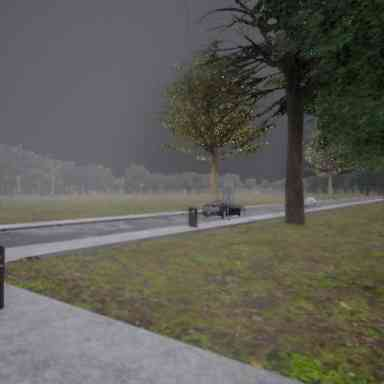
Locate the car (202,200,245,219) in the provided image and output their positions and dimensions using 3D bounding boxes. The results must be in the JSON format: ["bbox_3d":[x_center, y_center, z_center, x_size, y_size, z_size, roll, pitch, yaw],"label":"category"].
[{"bbox_3d":[2.770,1.445,28.318,2.128,1.511,4.902,0,0,36],"label":"car"}]

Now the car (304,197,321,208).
[{"bbox_3d":[17.627,1.497,49.051,1.812,1.442,4.674,0,0,36],"label":"car"}]
